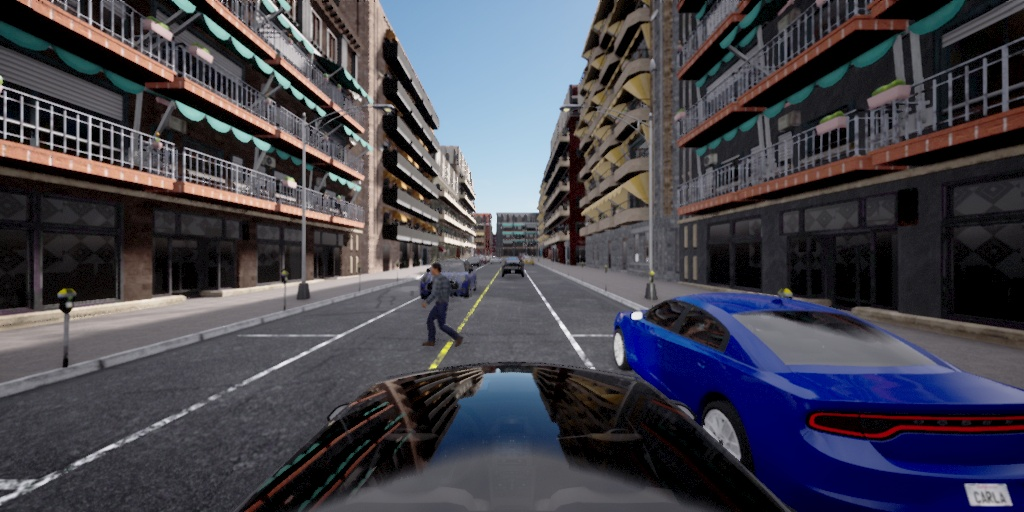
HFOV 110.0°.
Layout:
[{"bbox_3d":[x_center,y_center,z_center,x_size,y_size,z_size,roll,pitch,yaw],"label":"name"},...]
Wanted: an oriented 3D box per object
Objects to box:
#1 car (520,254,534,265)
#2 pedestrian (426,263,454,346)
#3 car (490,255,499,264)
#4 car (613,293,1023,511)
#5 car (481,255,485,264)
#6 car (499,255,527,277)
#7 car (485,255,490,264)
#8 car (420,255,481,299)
[{"bbox_3d":[2.554,0.715,56.080,1.751,1.417,4.829,0,0,0],"label":"car"},{"bbox_3d":[-1.520,0.981,7.559,0.375,1.860,0.375,1,0,0],"label":"pedestrian"},{"bbox_3d":[-2.764,0.752,62.174,1.895,1.301,4.718,0,1,0],"label":"car"},{"bbox_3d":[2.750,1.198,4.545,1.882,1.535,5.008,0,1,0],"label":"car"},{"bbox_3d":[-5.325,0.810,50.314,1.948,1.339,4.313,0,0,0],"label":"car"},{"bbox_3d":[0.082,0.948,30.978,1.837,1.490,4.892,0,1,0],"label":"car"},{"bbox_3d":[-5.328,0.577,61.442,1.967,1.591,4.097,0,0,0],"label":"car"},{"bbox_3d":[-2.852,0.940,16.901,2.097,1.767,4.553,0,1,0],"label":"car"}]
